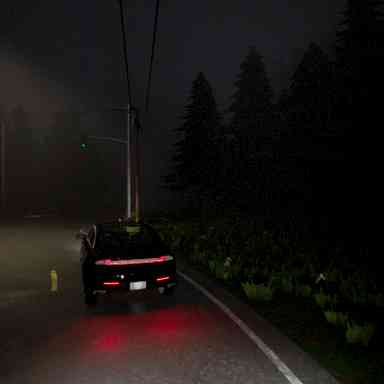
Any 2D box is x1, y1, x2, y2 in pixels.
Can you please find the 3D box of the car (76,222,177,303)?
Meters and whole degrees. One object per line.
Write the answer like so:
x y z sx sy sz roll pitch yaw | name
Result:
-1.789 1.491 8.351 2.128 1.511 4.902 0 0 -19 | car
